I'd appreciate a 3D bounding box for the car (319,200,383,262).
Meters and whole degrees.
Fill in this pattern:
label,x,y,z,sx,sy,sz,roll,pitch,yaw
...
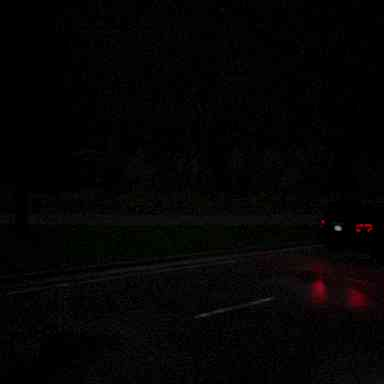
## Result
label,x,y,z,sx,sy,sz,roll,pitch,yaw
car,7.322,1.344,12.734,5.566,2.045,2.150,0,0,-30
